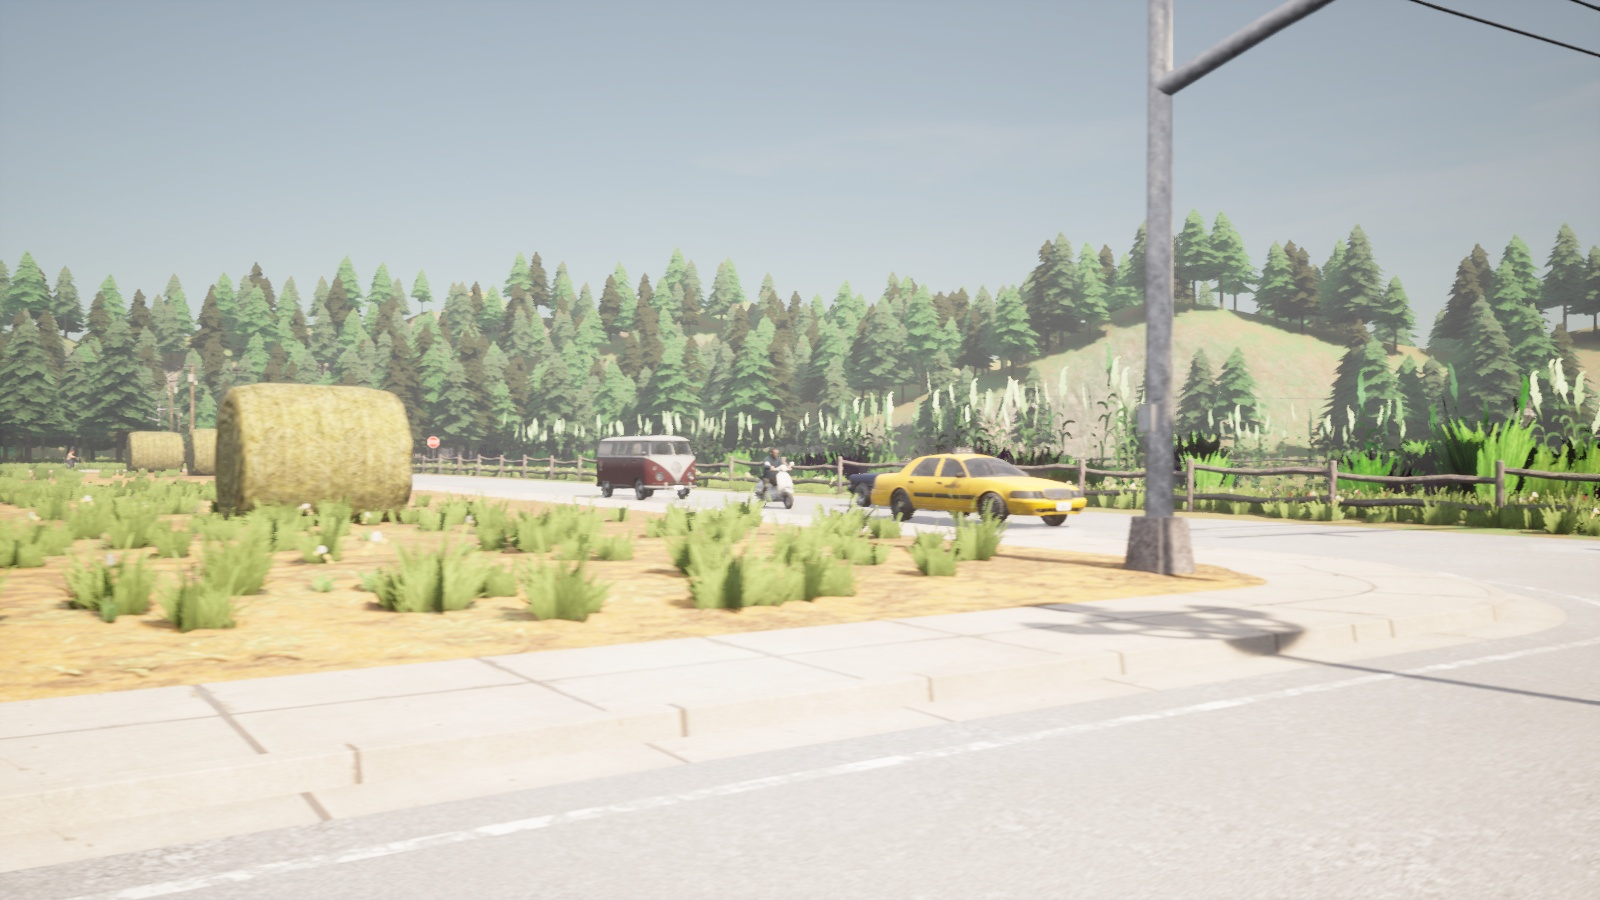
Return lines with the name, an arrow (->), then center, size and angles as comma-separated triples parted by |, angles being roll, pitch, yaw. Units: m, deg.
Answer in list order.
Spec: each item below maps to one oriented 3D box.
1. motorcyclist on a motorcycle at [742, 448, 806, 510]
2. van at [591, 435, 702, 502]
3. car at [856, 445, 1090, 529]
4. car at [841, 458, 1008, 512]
motorcyclist on a motorcycle -> -0.686, 0.741, 32.847 | 0.866, 1.590, 1.817 | 0, 0, -32
van -> -4.901, 0.565, 39.589 | 1.775, 1.987, 4.442 | 0, 0, -32
car -> 3.450, 0.702, 26.219 | 1.801, 1.575, 5.366 | 0, 0, -32
car -> 3.196, 0.880, 33.239 | 1.895, 1.301, 4.718 | 0, 0, -32
